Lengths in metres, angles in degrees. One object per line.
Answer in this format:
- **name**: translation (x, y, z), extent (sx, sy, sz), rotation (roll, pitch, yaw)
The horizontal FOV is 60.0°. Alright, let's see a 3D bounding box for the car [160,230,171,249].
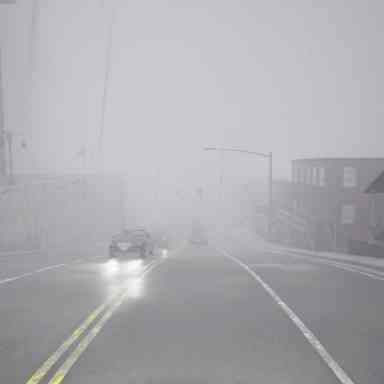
- **car**: translation (-3.090, 4.248, 30.323), extent (2.097, 1.767, 4.553), rotation (0, -7, 1)

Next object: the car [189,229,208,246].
- **car**: translation (0.699, 4.990, 35.500), extent (1.994, 1.385, 4.181), rotation (0, -5, 1)

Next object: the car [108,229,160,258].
- **car**: translation (-3.295, 2.854, 18.787), extent (2.128, 1.511, 4.902), rotation (0, -8, 1)

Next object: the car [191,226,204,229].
- **car**: translation (0.864, 5.363, 45.429), extent (2.033, 1.411, 5.357), rotation (0, 0, 1)
